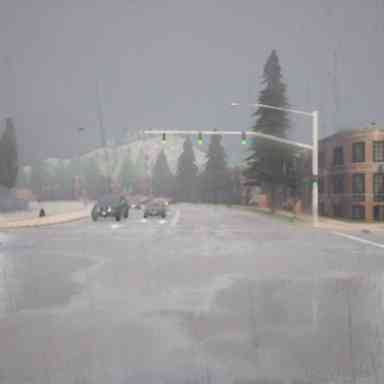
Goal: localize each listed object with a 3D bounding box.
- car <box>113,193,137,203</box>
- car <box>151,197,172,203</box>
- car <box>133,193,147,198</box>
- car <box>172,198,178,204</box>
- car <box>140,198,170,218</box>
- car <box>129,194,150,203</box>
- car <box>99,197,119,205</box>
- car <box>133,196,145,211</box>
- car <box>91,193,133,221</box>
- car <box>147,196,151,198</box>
[{"bbox_3d":[-14.190,1.250,70.139,5.566,2.045,2.150,0,0,43],"label":"car"},{"bbox_3d":[-3.937,1.558,42.176,1.882,1.535,5.008,0,0,-8],"label":"car"},{"bbox_3d":[-10.547,1.464,60.299,2.097,1.767,4.553,0,0,-33],"label":"car"},{"bbox_3d":[-4.792,1.670,64.318,2.033,1.411,5.357,0,0,-35],"label":"car"},{"bbox_3d":[-3.294,1.563,30.549,1.837,1.490,4.892,0,0,-1],"label":"car"},{"bbox_3d":[-11.351,1.342,72.266,4.553,1.767,2.097,0,0,43],"label":"car"},{"bbox_3d":[-15.341,1.655,61.016,1.812,1.442,4.674,0,0,-38],"label":"car"},{"bbox_3d":[-7.549,1.572,42.815,2.128,1.511,4.902,0,0,-11],"label":"car"},{"bbox_3d":[-6.737,1.275,28.038,2.150,2.045,5.566,0,0,-1],"label":"car"},{"bbox_3d":[-7.449,1.665,61.980,2.033,1.411,5.357,0,0,-35],"label":"car"}]
